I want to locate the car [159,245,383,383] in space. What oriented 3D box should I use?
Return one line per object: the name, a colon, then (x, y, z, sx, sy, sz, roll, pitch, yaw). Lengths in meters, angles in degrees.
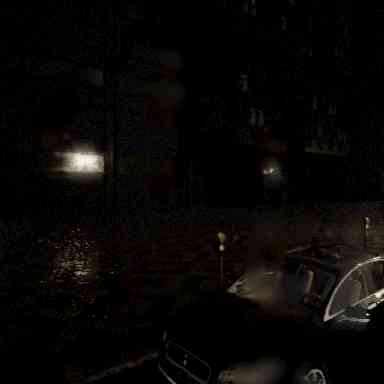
car: (1.625, 1.486, 4.486, 4.403, 1.369, 2.008, 0, 1, -39)
